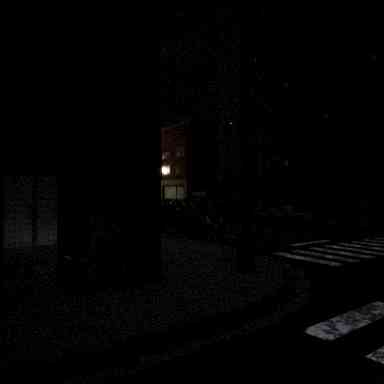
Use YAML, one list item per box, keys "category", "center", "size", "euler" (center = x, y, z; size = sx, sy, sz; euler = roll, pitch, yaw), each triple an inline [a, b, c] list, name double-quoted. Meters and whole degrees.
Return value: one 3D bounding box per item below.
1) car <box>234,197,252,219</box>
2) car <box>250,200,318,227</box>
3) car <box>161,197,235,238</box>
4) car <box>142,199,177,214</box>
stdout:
- category: "car"
  center: [2.939, 1.313, 27.160]
  size: [2.192, 1.841, 5.009]
  euler: [0, 0, -35]
- category: "car"
  center: [6.129, 1.529, 22.669]
  size: [1.752, 1.417, 4.829]
  euler: [0, 0, -35]
- category: "car"
  center: [-0.317, 1.285, 17.889]
  size: [2.192, 1.841, 5.009]
  euler: [0, 0, -35]
- category: "car"
  center: [-3.643, 1.530, 36.417]
  size: [1.887, 1.381, 4.507]
  euler: [0, 0, -35]
